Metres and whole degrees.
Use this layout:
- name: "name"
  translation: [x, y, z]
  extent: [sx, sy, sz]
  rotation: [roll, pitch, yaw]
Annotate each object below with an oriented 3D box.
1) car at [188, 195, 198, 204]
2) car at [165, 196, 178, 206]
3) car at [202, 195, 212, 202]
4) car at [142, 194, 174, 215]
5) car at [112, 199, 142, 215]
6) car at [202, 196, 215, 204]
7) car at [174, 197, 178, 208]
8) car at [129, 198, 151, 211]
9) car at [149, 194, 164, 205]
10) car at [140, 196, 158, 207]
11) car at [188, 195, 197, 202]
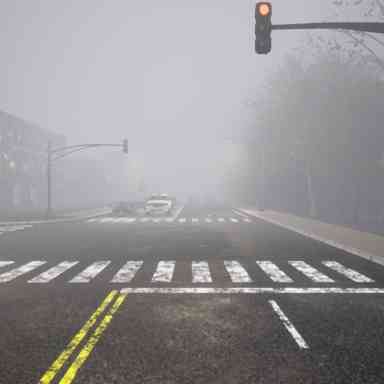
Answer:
- name: "car"
  translation: [0.172, 1.467, 64.707]
  extent: [2.128, 1.511, 4.902]
  rotation: [0, 0, 0]
- name: "car"
  translation: [-3.277, 1.485, 53.940]
  extent: [1.837, 1.490, 4.892]
  rotation: [0, 0, 0]
- name: "car"
  translation: [3.335, 1.510, 74.740]
  extent: [2.033, 1.411, 5.357]
  rotation: [0, 0, 0]
- name: "car"
  translation: [-3.304, 1.211, 33.735]
  extent: [2.150, 2.045, 5.566]
  rotation: [0, 0, 0]
- name: "car"
  translation: [-6.557, 1.591, 33.142]
  extent: [1.895, 1.301, 4.718]
  rotation: [0, 0, 0]
- name: "car"
  translation: [3.423, 1.576, 64.722]
  extent: [1.895, 1.301, 4.718]
  rotation: [0, 0, 0]
- name: "car"
  translation: [-3.291, 1.586, 43.791]
  extent: [1.895, 1.301, 4.718]
  rotation: [0, 0, 1]
- name: "car"
  translation: [-6.537, 1.550, 42.070]
  extent: [1.994, 1.385, 4.181]
  rotation: [0, 0, 1]
- name: "car"
  translation: [-6.493, 1.329, 61.178]
  extent: [2.097, 1.767, 4.553]
  rotation: [0, 0, 0]
- name: "car"
  translation: [-6.530, 1.473, 51.124]
  extent: [2.128, 1.511, 4.902]
  rotation: [0, 0, 0]
- name: "car"
  translation: [0.087, 1.447, 75.017]
  extent: [1.882, 1.535, 5.008]
  rotation: [0, 0, 0]
